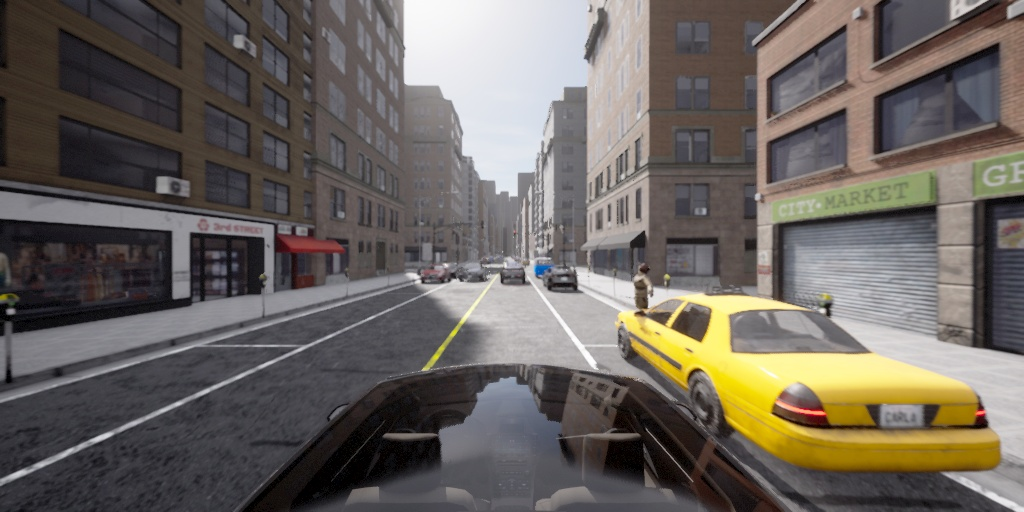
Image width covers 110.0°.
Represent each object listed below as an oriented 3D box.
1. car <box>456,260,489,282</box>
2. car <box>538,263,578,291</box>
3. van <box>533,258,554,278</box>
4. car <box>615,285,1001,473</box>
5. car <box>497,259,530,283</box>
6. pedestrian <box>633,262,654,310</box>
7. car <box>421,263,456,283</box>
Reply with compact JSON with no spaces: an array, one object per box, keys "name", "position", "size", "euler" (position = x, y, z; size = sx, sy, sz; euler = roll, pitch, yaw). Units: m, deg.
[{"name":"car","position":[-3.083,1.235,28.613],"size":[1.812,1.442,4.674],"euler":[0,0,0]},{"name":"car","position":[2.856,1.285,21.694],"size":[1.948,1.339,4.313],"euler":[0,0,0]},{"name":"van","position":[2.856,1.045,32.591],"size":[1.690,1.789,3.998],"euler":[0,0,0]},{"name":"car","position":[2.999,1.200,5.327],"size":[1.801,1.575,5.366],"euler":[0,0,0]},{"name":"car","position":[0.071,1.204,27.039],"size":[2.128,1.511,4.902],"euler":[0,0,0]},{"name":"pedestrian","position":[2.998,1.055,8.317],"size":[0.375,1.860,0.375],"euler":[0,0,-10]},{"name":"car","position":[-5.669,1.294,27.130],"size":[1.802,1.307,4.207],"euler":[0,0,0]}]
